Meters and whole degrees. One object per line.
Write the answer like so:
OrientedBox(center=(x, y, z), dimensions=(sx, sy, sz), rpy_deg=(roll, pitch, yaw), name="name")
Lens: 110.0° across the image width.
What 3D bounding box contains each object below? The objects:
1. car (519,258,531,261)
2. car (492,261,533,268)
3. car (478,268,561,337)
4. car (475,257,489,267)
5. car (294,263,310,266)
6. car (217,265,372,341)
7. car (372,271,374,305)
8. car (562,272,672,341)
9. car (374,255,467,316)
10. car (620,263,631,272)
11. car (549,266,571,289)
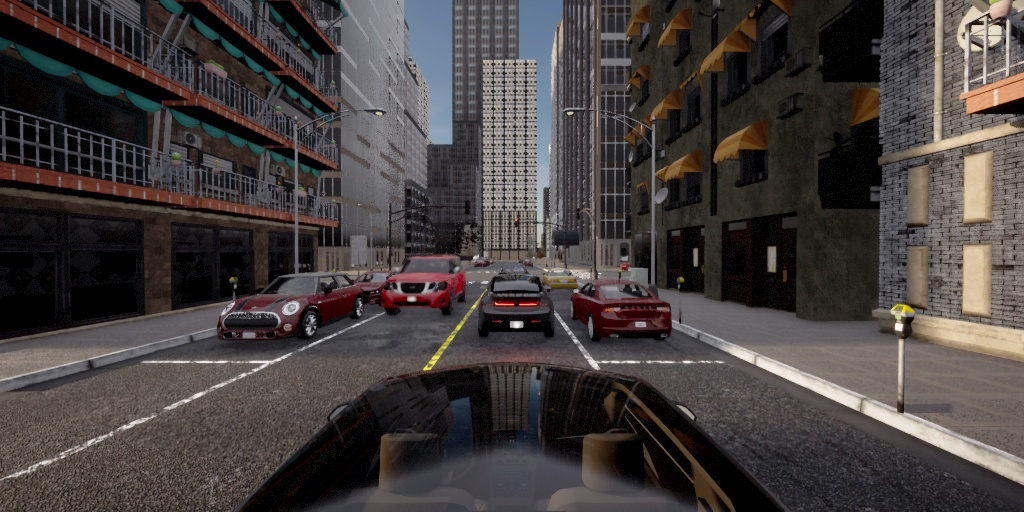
OrientedBox(center=(2.745, 1.185, 64.293), dimensions=(1.967, 1.591, 4.097), rpy_deg=(0, 0, 0), name="car")
OrientedBox(center=(0.115, 1.239, 20.405), dimensions=(2.128, 1.511, 4.902), rpy_deg=(0, 0, 0), name="car")
OrientedBox(center=(0.107, 1.253, 10.272), dimensions=(1.837, 1.490, 4.892), rpy_deg=(0, 0, 0), name="car")
OrientedBox(center=(-5.635, 1.291, 64.302), dimensions=(1.888, 1.381, 4.507), rpy_deg=(0, 0, 0), name="car")
OrientedBox(center=(-23.801, 1.494, 39.612), dimensions=(4.097, 1.591, 1.967), rpy_deg=(0, 0, 0), name="car")
OrientedBox(center=(-5.685, 1.188, 9.742), dimensions=(1.967, 1.591, 4.097), rpy_deg=(0, 0, 0), name="car")
OrientedBox(center=(-5.680, 1.293, 15.265), dimensions=(1.888, 1.381, 4.507), rpy_deg=(0, 0, 0), name="car")
OrientedBox(center=(2.697, 1.294, 9.720), dimensions=(1.888, 1.381, 4.507), rpy_deg=(0, 0, 0), name="car")
OrientedBox(center=(-3.063, 0.970, 13.768), dimensions=(2.150, 2.045, 5.566), rpy_deg=(0, 0, 0), name="car")
OrientedBox(center=(14.297, 1.005, 39.899), dimensions=(4.507, 1.381, 1.888), rpy_deg=(0, 0, 0), name="car")
OrientedBox(center=(2.706, 1.272, 20.937), dimensions=(1.751, 1.417, 4.829), rpy_deg=(0, 0, 0), name="car")
